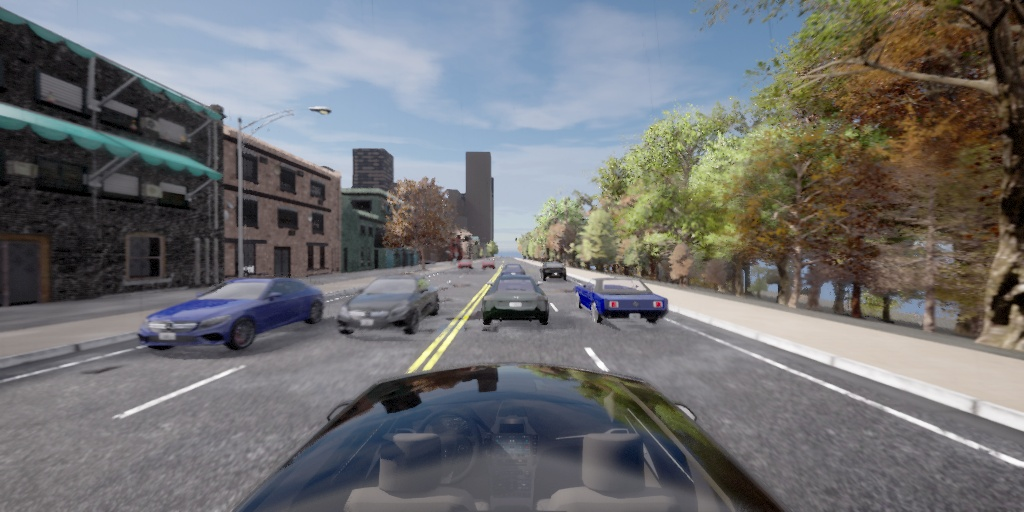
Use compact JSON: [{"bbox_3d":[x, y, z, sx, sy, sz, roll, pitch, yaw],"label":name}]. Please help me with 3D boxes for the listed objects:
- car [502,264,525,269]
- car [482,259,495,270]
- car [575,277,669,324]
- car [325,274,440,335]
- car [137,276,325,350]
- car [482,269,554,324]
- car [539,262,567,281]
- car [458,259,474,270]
[{"bbox_3d":[0.101,1.310,29.145,1.994,1.385,4.181,0,0,0],"label":"car"},{"bbox_3d":[-3.499,1.222,53.925,1.882,1.535,5.008,0,0,0],"label":"car"},{"bbox_3d":[3.350,1.350,12.002,1.895,1.301,4.718,0,0,0],"label":"car"},{"bbox_3d":[-3.351,1.274,10.614,1.812,1.442,4.674,0,0,0],"label":"car"},{"bbox_3d":[-6.587,1.275,9.176,1.812,1.442,4.674,0,0,0],"label":"car"},{"bbox_3d":[0.101,1.313,11.944,1.994,1.385,4.181,0,0,0],"label":"car"},{"bbox_3d":[3.351,1.224,29.937,1.882,1.535,5.008,0,0,0],"label":"car"},{"bbox_3d":[-6.726,1.222,52.284,1.882,1.535,5.008,0,0,-1],"label":"car"}]
